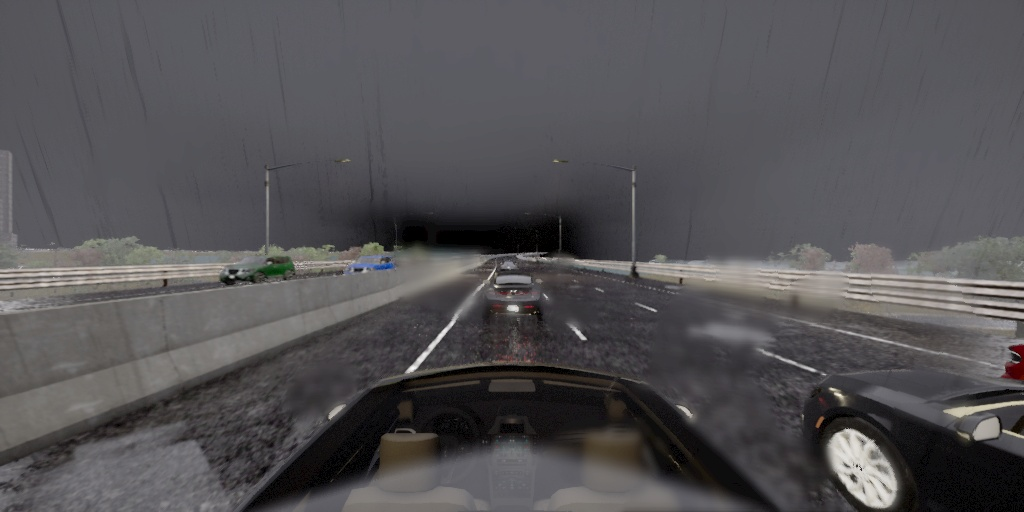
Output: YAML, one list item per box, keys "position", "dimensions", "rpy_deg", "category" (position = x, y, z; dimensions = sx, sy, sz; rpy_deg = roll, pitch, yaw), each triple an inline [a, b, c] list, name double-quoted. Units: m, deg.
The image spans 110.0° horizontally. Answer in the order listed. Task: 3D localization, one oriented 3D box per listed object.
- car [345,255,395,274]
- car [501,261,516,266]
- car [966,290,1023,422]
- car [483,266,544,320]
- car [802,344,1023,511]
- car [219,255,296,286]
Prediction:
- position: [-10.814, 0.962, 27.825]
  dimensions: [2.150, 2.045, 5.566]
  rpy_deg: [0, 0, -1]
  category: "car"
- position: [-0.421, 1.293, 43.381]
  dimensions: [1.994, 1.385, 4.181]
  rpy_deg: [0, 0, -1]
  category: "car"
- position: [7.093, 1.226, 2.358]
  dimensions: [1.882, 1.535, 5.008]
  rpy_deg: [0, 0, 0]
  category: "car"
- position: [0.052, 1.252, 12.562]
  dimensions: [1.837, 1.490, 4.892]
  rpy_deg: [0, 0, 0]
  category: "car"
- position: [3.594, 1.254, 1.299]
  dimensions: [1.837, 1.490, 4.892]
  rpy_deg: [0, 0, 0]
  category: "car"
- position: [-17.779, 0.965, 25.479]
  dimensions: [2.150, 2.045, 5.566]
  rpy_deg: [0, 0, -1]
  category: "car"
